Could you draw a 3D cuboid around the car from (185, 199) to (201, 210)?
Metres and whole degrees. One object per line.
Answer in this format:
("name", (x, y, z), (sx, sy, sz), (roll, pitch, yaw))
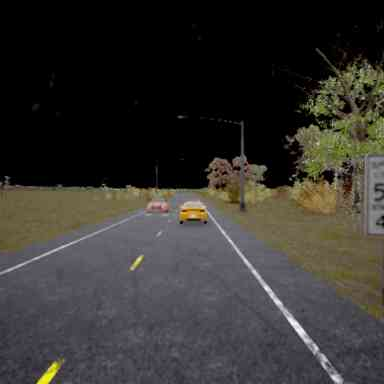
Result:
("car", (0.094, 1.575, 42.939), (1.895, 1.301, 4.718), (0, 0, 0))

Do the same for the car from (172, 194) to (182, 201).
("car", (-3.511, 1.282, 77.223), (1.837, 1.490, 4.892), (0, 0, 0))

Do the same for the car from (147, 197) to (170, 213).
("car", (-3.599, 1.331, 35.989), (2.097, 1.767, 4.553), (0, 0, 0))

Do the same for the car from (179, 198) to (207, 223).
("car", (0.098, 1.462, 25.182), (1.882, 1.535, 5.008), (0, 0, 0))
